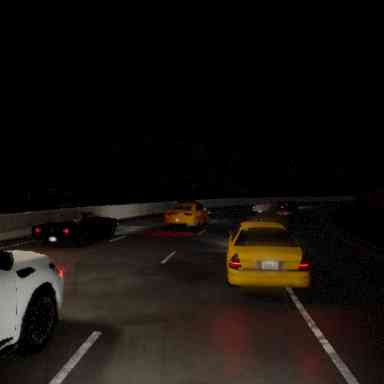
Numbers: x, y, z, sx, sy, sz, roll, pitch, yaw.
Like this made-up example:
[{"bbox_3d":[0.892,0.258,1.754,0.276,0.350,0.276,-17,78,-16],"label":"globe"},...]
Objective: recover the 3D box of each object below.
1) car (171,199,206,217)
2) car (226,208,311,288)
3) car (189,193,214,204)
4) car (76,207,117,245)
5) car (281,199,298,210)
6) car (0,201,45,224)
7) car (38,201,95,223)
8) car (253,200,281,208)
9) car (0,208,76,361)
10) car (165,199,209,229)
[{"bbox_3d":[-0.266,1.502,32.777,1.837,1.490,4.892,0,0,21],"label":"car"},{"bbox_3d":[1.895,1.455,9.248,1.801,1.575,5.366,0,0,7],"label":"car"},{"bbox_3d":[1.951,1.218,65.228,2.150,2.045,5.566,0,0,38],"label":"car"},{"bbox_3d":[-5.211,1.600,15.609,1.895,1.301,4.718,0,0,10],"label":"car"},{"bbox_3d":[12.267,1.599,42.912,1.895,1.301,4.718,0,0,31],"label":"car"},{"bbox_3d":[-13.856,1.490,25.541,2.128,1.511,4.902,0,0,16],"label":"car"},{"bbox_3d":[-9.915,1.524,26.675,1.812,1.442,4.674,0,0,17],"label":"car"},{"bbox_3d":[7.208,1.524,32.746,1.812,1.442,4.674,0,0,24],"label":"car"},{"bbox_3d":[-3.233,1.219,2.963,2.150,2.045,5.566,0,0,3],"label":"car"},{"bbox_3d":[-0.215,1.477,21.733,1.882,1.535,5.008,0,0,15],"label":"car"}]
